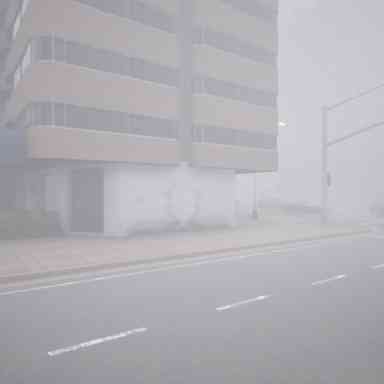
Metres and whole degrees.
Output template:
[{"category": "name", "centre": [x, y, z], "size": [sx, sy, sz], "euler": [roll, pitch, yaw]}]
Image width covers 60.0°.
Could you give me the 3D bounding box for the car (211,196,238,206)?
[{"category": "car", "centre": [5.607, 1.491, 57.948], "size": [2.128, 1.511, 4.902], "euler": [0, 0, -35]}]

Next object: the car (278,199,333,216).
[{"category": "car", "centre": [11.052, 1.601, 32.229], "size": [1.895, 1.301, 4.718], "euler": [0, 0, -36]}]

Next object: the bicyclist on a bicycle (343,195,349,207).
[{"category": "bicyclist on a bicycle", "centre": [22.040, 1.301, 47.694], "size": [1.656, 1.620, 0.582], "euler": [0, 0, -36]}]

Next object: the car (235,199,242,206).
[{"category": "car", "centre": [5.435, 1.547, 52.198], "size": [2.033, 1.411, 5.357], "euler": [0, 0, -36]}]

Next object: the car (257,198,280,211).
[{"category": "car", "centre": [10.019, 1.491, 39.606], "size": [2.128, 1.511, 4.902], "euler": [0, 0, -36]}]

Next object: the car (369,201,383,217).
[{"category": "car", "centre": [18.154, 1.491, 29.020], "size": [2.128, 1.511, 4.902], "euler": [0, 0, -42]}]
